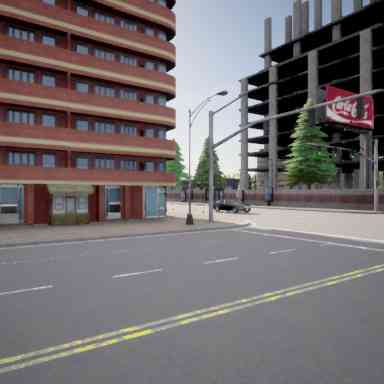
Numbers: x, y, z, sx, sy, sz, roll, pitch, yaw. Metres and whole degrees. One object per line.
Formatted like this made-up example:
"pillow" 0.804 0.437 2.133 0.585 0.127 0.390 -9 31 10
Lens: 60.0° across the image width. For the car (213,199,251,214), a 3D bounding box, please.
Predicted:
"car" 4.230 1.491 35.918 2.128 1.511 4.902 0 0 -35
